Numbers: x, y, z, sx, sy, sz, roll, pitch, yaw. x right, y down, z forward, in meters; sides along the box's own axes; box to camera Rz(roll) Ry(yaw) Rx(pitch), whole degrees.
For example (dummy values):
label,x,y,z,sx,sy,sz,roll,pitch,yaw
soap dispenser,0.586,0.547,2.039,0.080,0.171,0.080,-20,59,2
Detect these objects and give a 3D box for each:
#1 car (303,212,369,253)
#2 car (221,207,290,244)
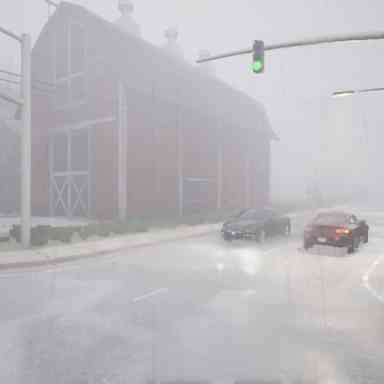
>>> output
label,x,y,z,sx,sy,sz,roll,pitch,yaw
car,6.047,1.546,13.810,1.812,1.442,4.674,0,0,36
car,3.185,1.504,15.994,1.837,1.490,4.892,0,0,36
